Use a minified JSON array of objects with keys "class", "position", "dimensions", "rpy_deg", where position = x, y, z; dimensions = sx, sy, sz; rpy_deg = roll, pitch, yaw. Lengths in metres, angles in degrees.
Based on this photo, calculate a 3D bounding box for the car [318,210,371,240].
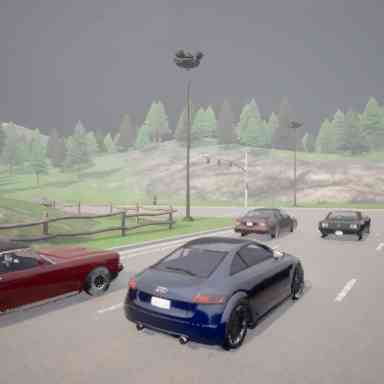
[{"class":"car","position":[8.032,1.601,17.217],"dimensions":[1.895,1.301,4.718],"rpy_deg":[0,0,33]}]

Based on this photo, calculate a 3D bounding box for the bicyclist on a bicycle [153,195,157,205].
[{"class":"bicyclist on a bicycle","position":[-5.785,1.302,51.925],"dimensions":[0.582,1.620,1.656],"rpy_deg":[0,0,14]}]

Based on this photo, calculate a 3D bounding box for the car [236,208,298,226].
[{"class":"car","position":[4.030,1.547,17.604],"dimensions":[2.033,1.411,5.357],"rpy_deg":[0,0,32]}]

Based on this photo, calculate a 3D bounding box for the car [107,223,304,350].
[{"class":"car","position":[0.694,1.565,6.439],"dimensions":[1.994,1.385,4.181],"rpy_deg":[0,0,35]}]

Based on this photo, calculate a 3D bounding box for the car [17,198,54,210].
[{"class":"car","position":[-20.160,1.492,42.839],"dimensions":[4.902,1.511,2.128],"rpy_deg":[0,0,2]}]

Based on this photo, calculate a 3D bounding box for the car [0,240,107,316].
[{"class":"car","position":[-3.600,1.601,6.397],"dimensions":[1.895,1.301,4.718],"rpy_deg":[0,0,35]}]
